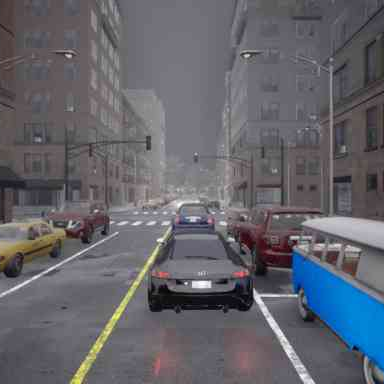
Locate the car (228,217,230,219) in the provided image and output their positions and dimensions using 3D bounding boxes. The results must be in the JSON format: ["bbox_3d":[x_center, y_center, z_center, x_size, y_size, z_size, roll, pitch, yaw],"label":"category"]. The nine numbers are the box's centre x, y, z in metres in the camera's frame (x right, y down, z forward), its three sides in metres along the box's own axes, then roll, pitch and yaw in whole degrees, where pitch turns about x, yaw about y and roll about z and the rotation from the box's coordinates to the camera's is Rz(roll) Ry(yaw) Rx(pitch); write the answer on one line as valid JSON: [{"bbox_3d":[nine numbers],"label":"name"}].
[{"bbox_3d":[2.656,1.581,16.017,1.802,1.307,4.206,0,0,0],"label":"car"}]

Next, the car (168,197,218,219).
[{"bbox_3d":[0.069,1.350,17.788,2.097,1.767,4.553,0,0,0],"label":"car"}]

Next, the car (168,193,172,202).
[{"bbox_3d":[-5.343,1.311,59.480,2.192,1.841,5.009,0,0,0],"label":"car"}]

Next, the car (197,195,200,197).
[{"bbox_3d":[2.716,1.548,70.435,2.008,1.369,4.403,0,0,0],"label":"car"}]

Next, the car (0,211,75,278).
[{"bbox_3d":[-5.388,1.525,10.178,1.752,1.417,4.829,0,0,0],"label":"car"}]

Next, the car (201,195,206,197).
[{"bbox_3d":[2.692,1.541,48.507,1.887,1.381,4.507,0,0,0],"label":"car"}]

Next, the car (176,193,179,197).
[{"bbox_3d":[-5.303,1.312,86.890,2.192,1.841,5.009,0,0,0],"label":"car"}]

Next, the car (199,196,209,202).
[{"bbox_3d":[2.722,1.548,75.917,2.008,1.369,4.403,0,0,0],"label":"car"}]

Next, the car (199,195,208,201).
[{"bbox_3d":[2.728,1.437,81.399,1.967,1.590,4.097,0,0,0],"label":"car"}]

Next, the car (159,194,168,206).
[{"bbox_3d":[-5.352,1.522,53.828,1.752,1.417,4.829,0,0,0],"label":"car"}]

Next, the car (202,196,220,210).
[{"bbox_3d":[2.686,1.547,43.026,2.008,1.369,4.403,0,0,0],"label":"car"}]

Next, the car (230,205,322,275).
[{"bbox_3d":[2.650,1.314,10.338,2.192,1.841,5.009,0,0,0],"label":"car"}]

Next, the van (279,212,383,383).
[{"bbox_3d":[2.643,1.341,4.659,1.690,1.788,3.998,0,0,0],"label":"van"}]

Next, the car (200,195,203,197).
[{"bbox_3d":[2.698,1.547,53.989,2.008,1.369,4.403,0,0,0],"label":"car"}]

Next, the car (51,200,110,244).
[{"bbox_3d":[-5.382,1.314,16.027,2.192,1.841,5.009,0,0,0],"label":"car"}]

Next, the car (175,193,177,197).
[{"bbox_3d":[-5.311,1.563,81.409,1.947,1.339,4.313,0,0,0],"label":"car"}]

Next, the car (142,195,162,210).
[{"bbox_3d":[-5.368,1.521,42.864,1.752,1.417,4.829,0,0,0],"label":"car"}]

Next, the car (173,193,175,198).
[{"bbox_3d":[-5.327,1.437,70.444,1.967,1.590,4.097,0,0,0],"label":"car"}]

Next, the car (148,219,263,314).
[{"bbox_3d":[0.107,1.564,7.732,1.994,1.385,4.181,0,0,-2],"label":"car"}]
